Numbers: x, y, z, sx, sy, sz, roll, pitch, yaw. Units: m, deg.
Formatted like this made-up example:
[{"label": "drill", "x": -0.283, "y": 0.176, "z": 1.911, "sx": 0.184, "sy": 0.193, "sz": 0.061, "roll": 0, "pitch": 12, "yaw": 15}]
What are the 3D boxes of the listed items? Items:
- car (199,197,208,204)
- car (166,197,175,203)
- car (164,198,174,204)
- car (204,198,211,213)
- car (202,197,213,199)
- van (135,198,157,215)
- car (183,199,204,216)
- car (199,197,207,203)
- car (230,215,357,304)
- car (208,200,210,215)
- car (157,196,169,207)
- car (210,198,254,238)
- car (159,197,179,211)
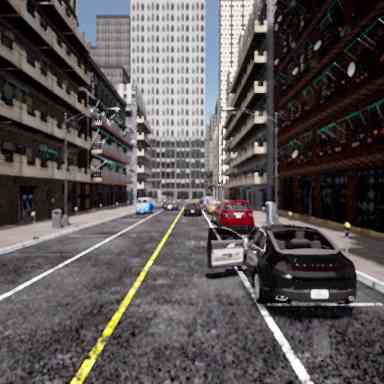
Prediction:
[{"label": "car", "x": 2.599, "y": 1.979, "z": 76.131, "sx": 1.887, "sy": 1.381, "sz": 4.507, "roll": -1, "pitch": 0, "yaw": 0}, {"label": "car", "x": -5.279, "y": 2.009, "z": 81.666, "sx": 1.887, "sy": 1.381, "sz": 4.507, "roll": -1, "pitch": 0, "yaw": 0}, {"label": "car", "x": -5.282, "y": 2.000, "z": 76.117, "sx": 1.947, "sy": 1.339, "sz": 4.313, "roll": -1, "pitch": 0, "yaw": 0}, {"label": "car", "x": 2.577, "y": 1.743, "z": 37.459, "sx": 1.752, "sy": 1.417, "sz": 4.829, "roll": -1, "pitch": 0, "yaw": 0}, {"label": "car", "x": 2.579, "y": 1.688, "z": 42.838, "sx": 1.967, "sy": 1.590, "sz": 4.097, "roll": -1, "pitch": 0, "yaw": 0}, {"label": "van", "x": -5.306, "y": 1.558, "z": 37.275, "sx": 1.690, "sy": 1.788, "sz": 3.998, "roll": -1, "pitch": 0, "yaw": 0}, {"label": "car", "x": 0.083, "y": 1.727, "z": 34.655, "sx": 1.812, "sy": 1.442, "sz": 4.674, "roll": 0, "pitch": 0, "yaw": 1}, {"label": "car", "x": 2.601, "y": 1.991, "z": 81.851, "sx": 1.752, "sy": 1.417, "sz": 4.829, "roll": -1, "pitch": 0, "yaw": 0}, {"label": "car", "x": 2.234, "y": 1.554, "z": 8.238, "sx": 1.837, "sy": 1.490, "sz": 4.892, "roll": 0, "pitch": 0, "yaw": 0}, {"label": "car", "x": 2.570, "y": 1.593, "z": 26.191, "sx": 1.967, "sy": 1.590, "sz": 4.097, "roll": -1, "pitch": 0, "yaw": 0}, {"label": "car", "x": -5.295, "y": 1.751, "z": 53.921, "sx": 1.967, "sy": 1.590, "sz": 4.097, "roll": -1, "pitch": 0, "yaw": 0}, {"label": "car", "x": 2.565, "y": 1.436, "z": 20.643, "sx": 2.192, "sy": 1.841, "sz": 5.009, "roll": -1, "pitch": 0, "yaw": 0}, {"label": "car", "x": -2.748, "y": 1.751, "z": 44.587, "sx": 2.128, "sy": 1.511, "sz": 4.902, "roll": 0, "pitch": 0, "yaw": 1}]
